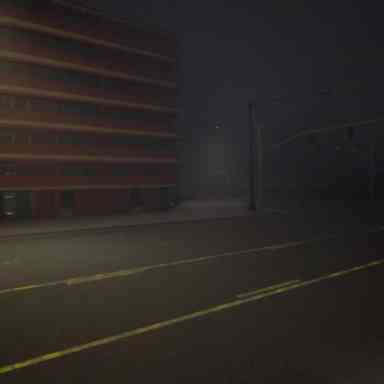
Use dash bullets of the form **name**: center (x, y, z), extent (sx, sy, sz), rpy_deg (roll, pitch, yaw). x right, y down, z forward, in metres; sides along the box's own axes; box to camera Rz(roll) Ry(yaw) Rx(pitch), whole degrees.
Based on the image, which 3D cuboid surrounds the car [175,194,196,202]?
- **car**: center (-1.557, 0.969, 56.901), extent (2.033, 1.411, 5.357), rpy_deg (-2, 1, -37)

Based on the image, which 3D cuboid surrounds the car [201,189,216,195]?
- **car**: center (4.672, 0.013, 88.131), extent (4.611, 1.667, 2.242), rpy_deg (-2, 1, -36)

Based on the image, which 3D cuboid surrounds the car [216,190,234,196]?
- **car**: center (8.687, 0.147, 83.951), extent (3.806, 1.475, 1.970), rpy_deg (-2, 1, -36)
